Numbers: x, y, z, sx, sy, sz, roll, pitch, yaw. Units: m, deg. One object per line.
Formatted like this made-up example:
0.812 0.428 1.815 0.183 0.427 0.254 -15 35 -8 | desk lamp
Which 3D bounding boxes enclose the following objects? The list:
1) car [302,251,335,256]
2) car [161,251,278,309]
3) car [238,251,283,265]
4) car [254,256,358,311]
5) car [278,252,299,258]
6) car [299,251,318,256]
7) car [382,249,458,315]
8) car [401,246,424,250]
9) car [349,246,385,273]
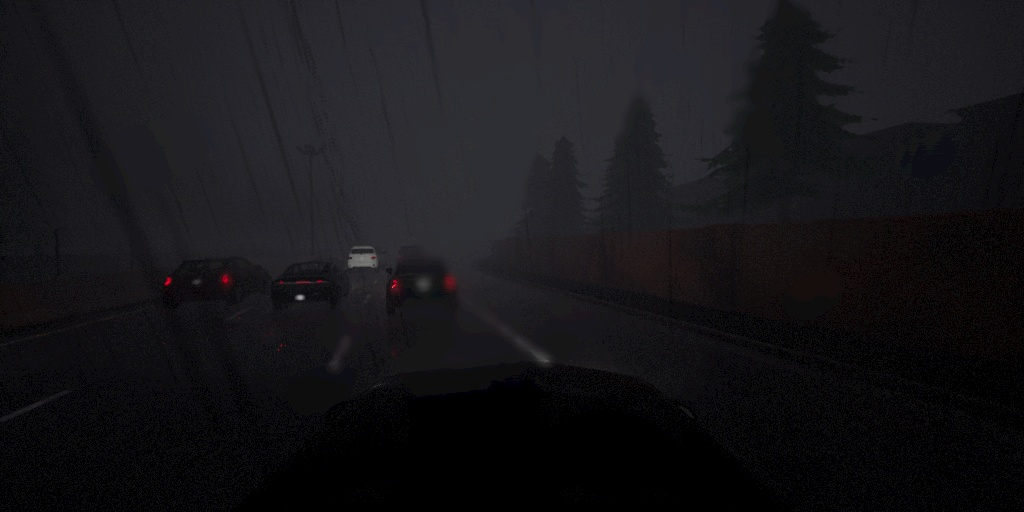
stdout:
-15.186 0.582 29.414 1.994 1.385 4.181 -1 2 -11 | car
-11.043 0.822 13.816 2.097 1.767 4.553 -1 2 -18 | car
-30.996 0.180 44.407 2.128 1.511 4.902 -1 2 -1 | car
-7.098 0.952 13.012 2.128 1.511 4.902 -1 2 -18 | car
-27.590 0.167 45.702 2.033 1.411 5.357 -1 2 -1 | car
-24.023 0.088 44.978 1.882 1.535 5.008 -1 2 -1 | car
-3.218 0.796 12.404 2.097 1.767 4.553 -1 2 -18 | car
-8.254 0.155 30.112 2.150 2.045 5.566 -1 2 -11 | car
-11.606 0.219 29.022 2.150 2.045 5.566 -1 2 -12 | car
